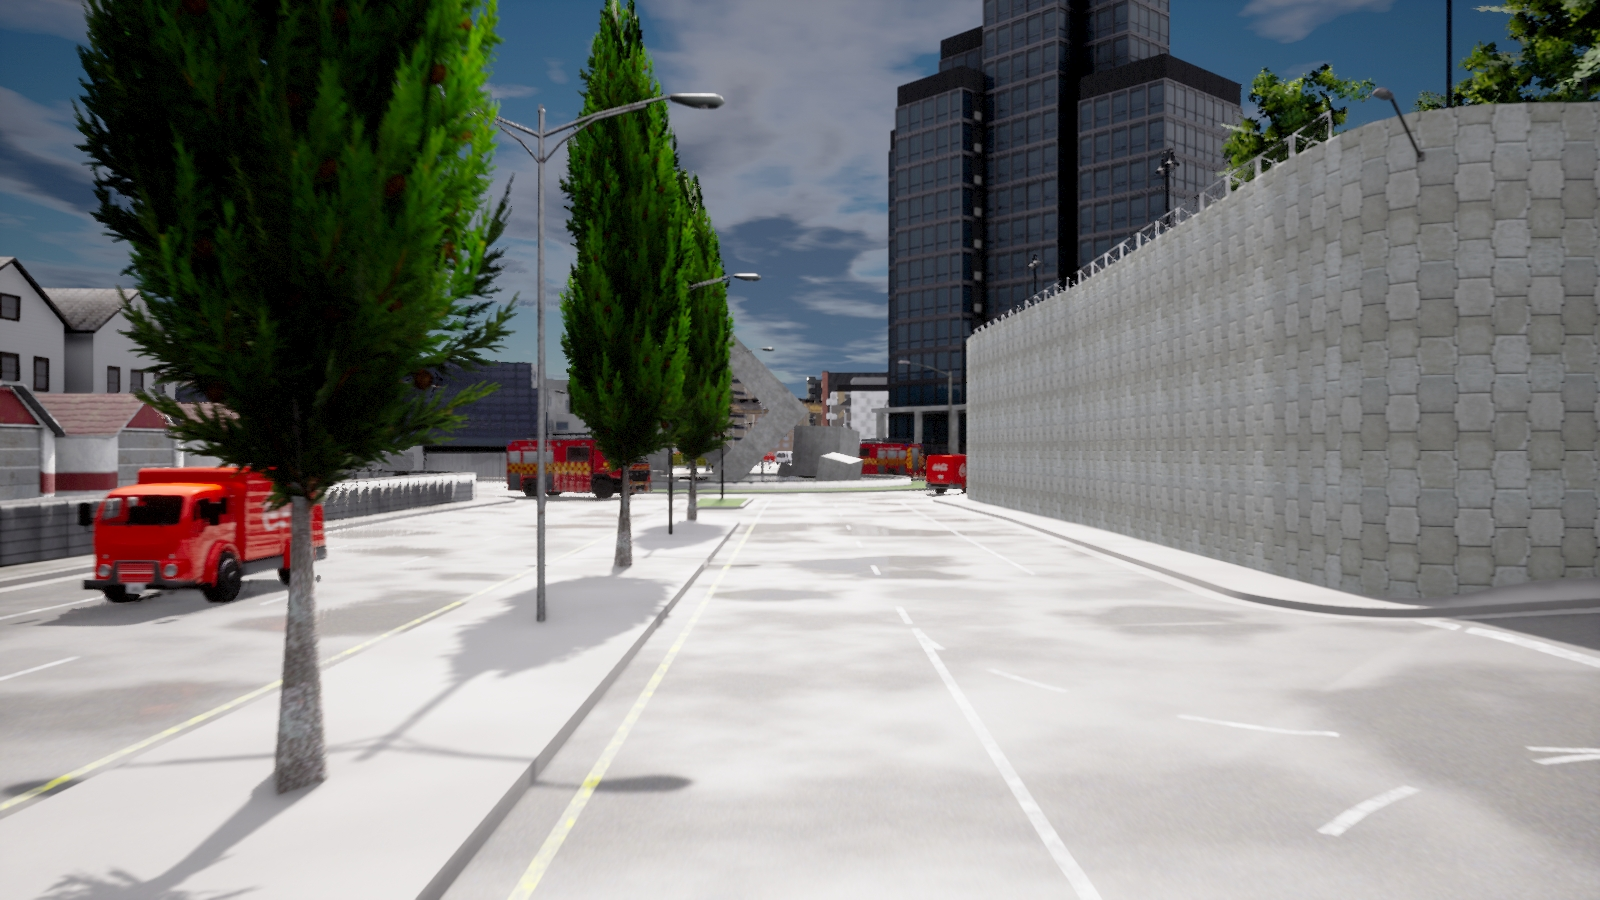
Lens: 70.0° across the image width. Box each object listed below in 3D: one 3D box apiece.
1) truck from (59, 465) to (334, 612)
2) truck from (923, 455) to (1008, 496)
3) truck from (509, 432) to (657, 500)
[{"bbox_3d":[-11.497,1.568,22.367,2.627,2.467,5.204,0,0,0],"label":"truck"},{"bbox_3d":[10.561,1.567,72.774,5.204,2.467,2.627,0,0,-43],"label":"truck"},{"bbox_3d":[-12.859,0.890,67.661,8.468,3.827,2.891,0,0,24],"label":"truck"}]
